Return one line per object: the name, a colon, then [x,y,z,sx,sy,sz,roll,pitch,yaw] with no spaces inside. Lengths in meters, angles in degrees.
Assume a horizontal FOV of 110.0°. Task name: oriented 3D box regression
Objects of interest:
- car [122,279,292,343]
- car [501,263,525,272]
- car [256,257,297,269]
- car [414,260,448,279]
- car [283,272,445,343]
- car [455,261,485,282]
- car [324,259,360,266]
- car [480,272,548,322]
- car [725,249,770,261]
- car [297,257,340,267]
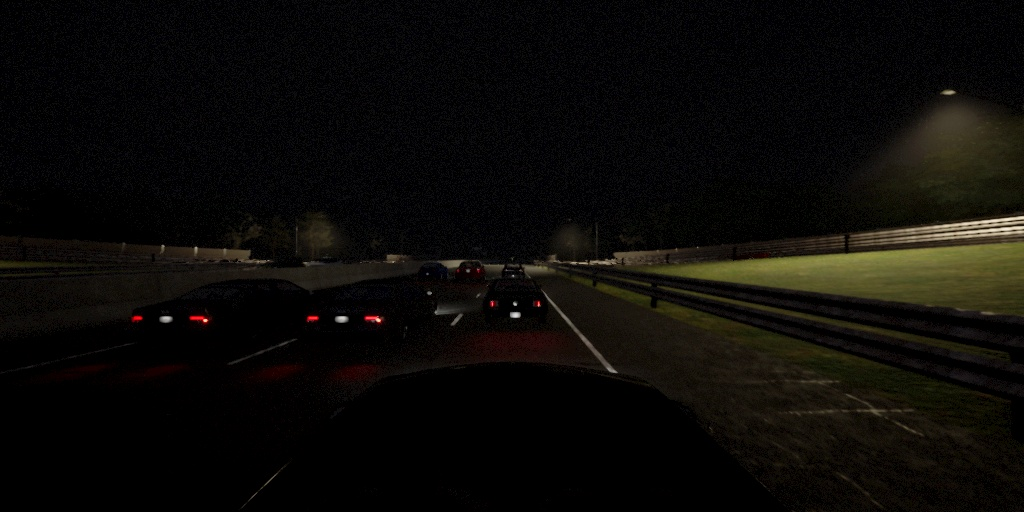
car: [-6.901,1.321,9.661,2.033,1.411,5.357,0,0,0]
car: [0.096,1.342,30.131,2.128,1.511,4.902,0,0,0]
car: [-24.597,1.109,38.366,2.150,2.045,5.566,0,0,0]
car: [-6.904,1.335,31.799,1.882,1.535,5.008,0,0,0]
car: [-3.401,1.321,9.668,2.033,1.411,5.357,0,0,0]
car: [-3.403,1.201,29.912,2.097,1.767,4.553,0,0,0]
car: [-17.597,1.379,38.437,2.128,1.511,4.902,0,0,0]
car: [0.099,1.383,12.336,1.895,1.301,4.718,0,0,0]
car: [27.341,-0.067,41.950,1.882,1.535,5.008,0,-4,-14]
car: [-21.097,1.117,40.171,2.150,2.045,5.566,0,0,0]
